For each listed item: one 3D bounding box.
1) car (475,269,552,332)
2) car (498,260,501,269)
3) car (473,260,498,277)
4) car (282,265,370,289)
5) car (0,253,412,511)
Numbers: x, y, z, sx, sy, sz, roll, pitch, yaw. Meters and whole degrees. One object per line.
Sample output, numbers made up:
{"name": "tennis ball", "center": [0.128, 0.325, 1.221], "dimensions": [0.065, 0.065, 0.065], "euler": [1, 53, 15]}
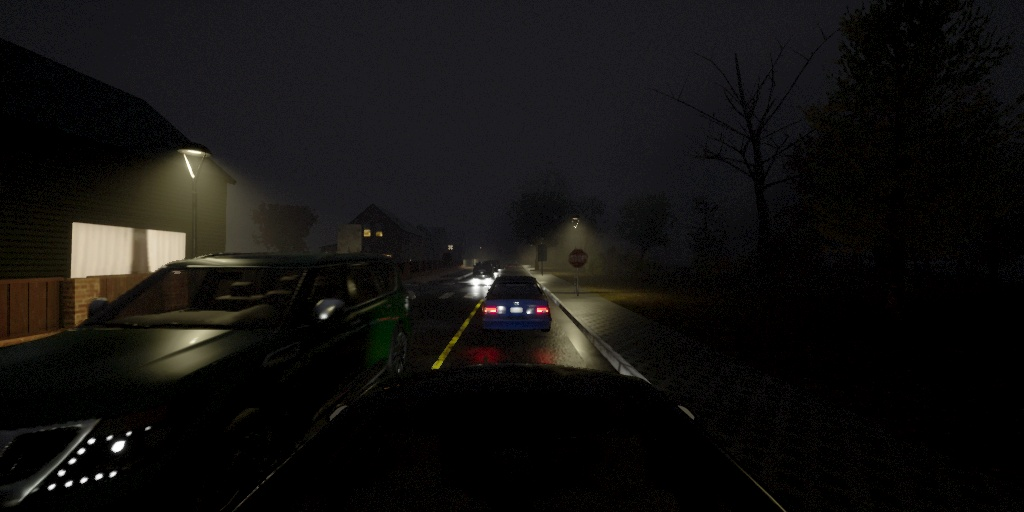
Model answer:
{"name": "car", "center": [0.106, 1.305, 10.846], "dimensions": [2.033, 1.411, 5.357], "euler": [0, 0, 0]}
{"name": "car", "center": [-2.777, 1.336, 46.101], "dimensions": [1.837, 1.490, 4.892], "euler": [0, 0, 0]}
{"name": "car", "center": [-2.804, 1.294, 35.872], "dimensions": [2.128, 1.511, 4.902], "euler": [0, 0, 0]}
{"name": "car", "center": [-11.763, 1.292, 22.927], "dimensions": [4.674, 1.442, 1.812], "euler": [0, -1, -1]}
{"name": "car", "center": [-2.849, 0.973, 4.252], "dimensions": [2.150, 2.045, 5.566], "euler": [0, 0, 0]}
